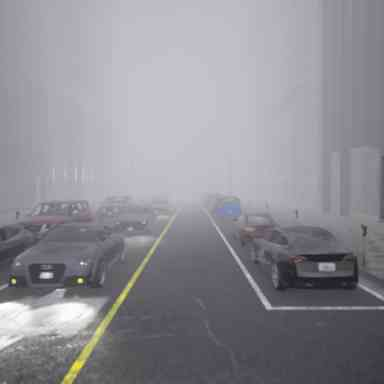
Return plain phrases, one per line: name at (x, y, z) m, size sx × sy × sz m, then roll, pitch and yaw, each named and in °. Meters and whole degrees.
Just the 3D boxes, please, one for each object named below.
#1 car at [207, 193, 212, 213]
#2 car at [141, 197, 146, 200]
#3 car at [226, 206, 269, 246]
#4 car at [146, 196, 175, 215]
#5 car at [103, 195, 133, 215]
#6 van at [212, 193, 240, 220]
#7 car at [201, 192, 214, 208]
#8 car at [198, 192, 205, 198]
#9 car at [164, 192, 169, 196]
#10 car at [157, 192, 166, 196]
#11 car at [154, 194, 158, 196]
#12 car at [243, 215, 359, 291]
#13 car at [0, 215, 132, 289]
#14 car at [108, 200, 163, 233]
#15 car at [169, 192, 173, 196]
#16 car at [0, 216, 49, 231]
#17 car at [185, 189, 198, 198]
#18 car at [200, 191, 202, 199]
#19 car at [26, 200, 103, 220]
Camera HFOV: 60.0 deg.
car at (2.732, 1.224, 31.521) m, size 1.967 × 1.590 × 4.097 m, roll -1°, pitch 0°, yaw 0°
car at (-5.791, 1.359, 31.345) m, size 1.752 × 1.417 × 4.829 m, roll -1°, pitch 0°, yaw 0°
car at (2.742, 1.508, 14.509) m, size 1.802 × 1.307 × 4.206 m, roll -1°, pitch 0°, yaw 0°
car at (-3.096, 1.361, 31.931) m, size 2.033 × 1.411 × 5.357 m, roll 0°, pitch 0°, yaw 0°
car at (-5.793, 1.194, 25.843) m, size 2.192 × 1.841 × 5.009 m, roll -1°, pitch 0°, yaw 0°
van at (2.732, 1.171, 25.849) m, size 1.690 × 1.788 × 3.998 m, roll -1°, pitch 0°, yaw 0°
car at (2.724, 1.010, 42.862) m, size 2.192 × 1.841 × 5.009 m, roll -1°, pitch 0°, yaw 0°
car at (2.708, 0.862, 94.075) m, size 1.752 × 1.417 × 4.829 m, roll -1°, pitch 0°, yaw 0°
car at (-5.805, 1.058, 59.867) m, size 1.967 × 1.590 × 4.097 m, roll -1°, pitch 0°, yaw 0°
car at (-5.800, 1.203, 54.197) m, size 1.887 × 1.381 × 4.507 m, roll -1°, pitch 0°, yaw 0°
car at (-5.795, 1.325, 42.857) m, size 1.802 × 1.307 × 4.206 m, roll -1°, pitch 0°, yaw 0°
car at (2.744, 1.540, 8.837) m, size 1.947 × 1.339 × 4.313 m, roll -1°, pitch 0°, yaw 0°
car at (-3.103, 1.569, 9.073) m, size 1.994 × 1.385 × 4.181 m, roll 0°, pitch 0°, yaw 0°
car at (-3.109, 1.464, 19.453) m, size 2.033 × 1.411 × 5.357 m, roll 0°, pitch 0°, yaw 0°
car at (-5.807, 1.105, 71.210) m, size 1.947 × 1.339 × 4.313 m, roll -1°, pitch 0°, yaw 0°
car at (-5.781, 1.588, 8.833) m, size 1.947 × 1.339 × 4.313 m, roll -1°, pitch 0°, yaw 0°
car at (-0.043, 0.646, 92.974) m, size 2.097 × 1.767 × 4.553 m, roll 0°, pitch 0°, yaw 0°
car at (2.722, 0.967, 48.534) m, size 2.192 × 1.841 × 5.009 m, roll -1°, pitch 0°, yaw 0°
car at (-5.788, 1.289, 14.502) m, size 2.192 × 1.841 × 5.009 m, roll -1°, pitch 0°, yaw 0°
